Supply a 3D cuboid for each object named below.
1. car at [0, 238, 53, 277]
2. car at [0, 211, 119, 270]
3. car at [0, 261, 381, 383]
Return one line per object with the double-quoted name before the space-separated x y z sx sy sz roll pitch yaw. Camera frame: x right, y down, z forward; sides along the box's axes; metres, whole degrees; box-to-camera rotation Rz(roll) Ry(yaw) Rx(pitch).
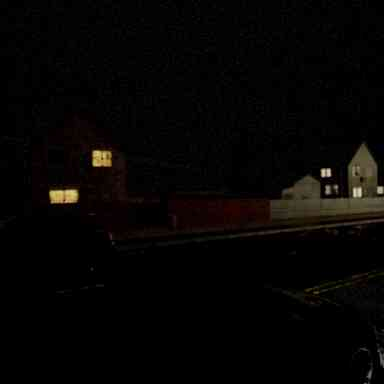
"car" -4.594 1.604 4.409 4.718 1.301 1.895 0 0 -35
"car" -4.322 1.348 8.583 4.553 1.767 2.097 0 0 -35
"car" 0.163 1.558 3.551 4.181 1.385 1.994 0 0 -35
